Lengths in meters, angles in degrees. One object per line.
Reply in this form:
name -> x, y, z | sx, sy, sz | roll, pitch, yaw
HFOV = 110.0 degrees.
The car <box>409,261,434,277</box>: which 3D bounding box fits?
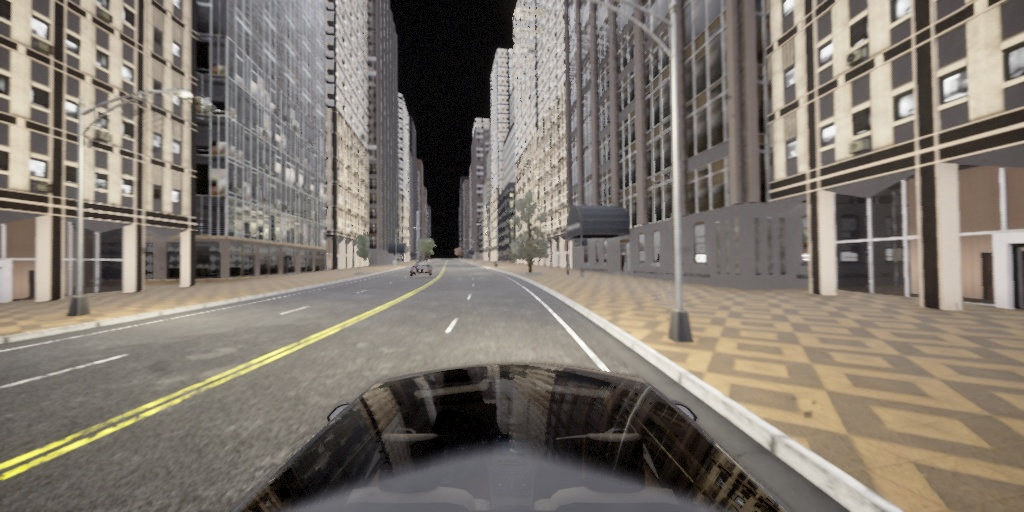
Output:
car -> -8.809, 1.216, 35.186 | 1.994, 1.385, 4.181 | -1, 0, -8
